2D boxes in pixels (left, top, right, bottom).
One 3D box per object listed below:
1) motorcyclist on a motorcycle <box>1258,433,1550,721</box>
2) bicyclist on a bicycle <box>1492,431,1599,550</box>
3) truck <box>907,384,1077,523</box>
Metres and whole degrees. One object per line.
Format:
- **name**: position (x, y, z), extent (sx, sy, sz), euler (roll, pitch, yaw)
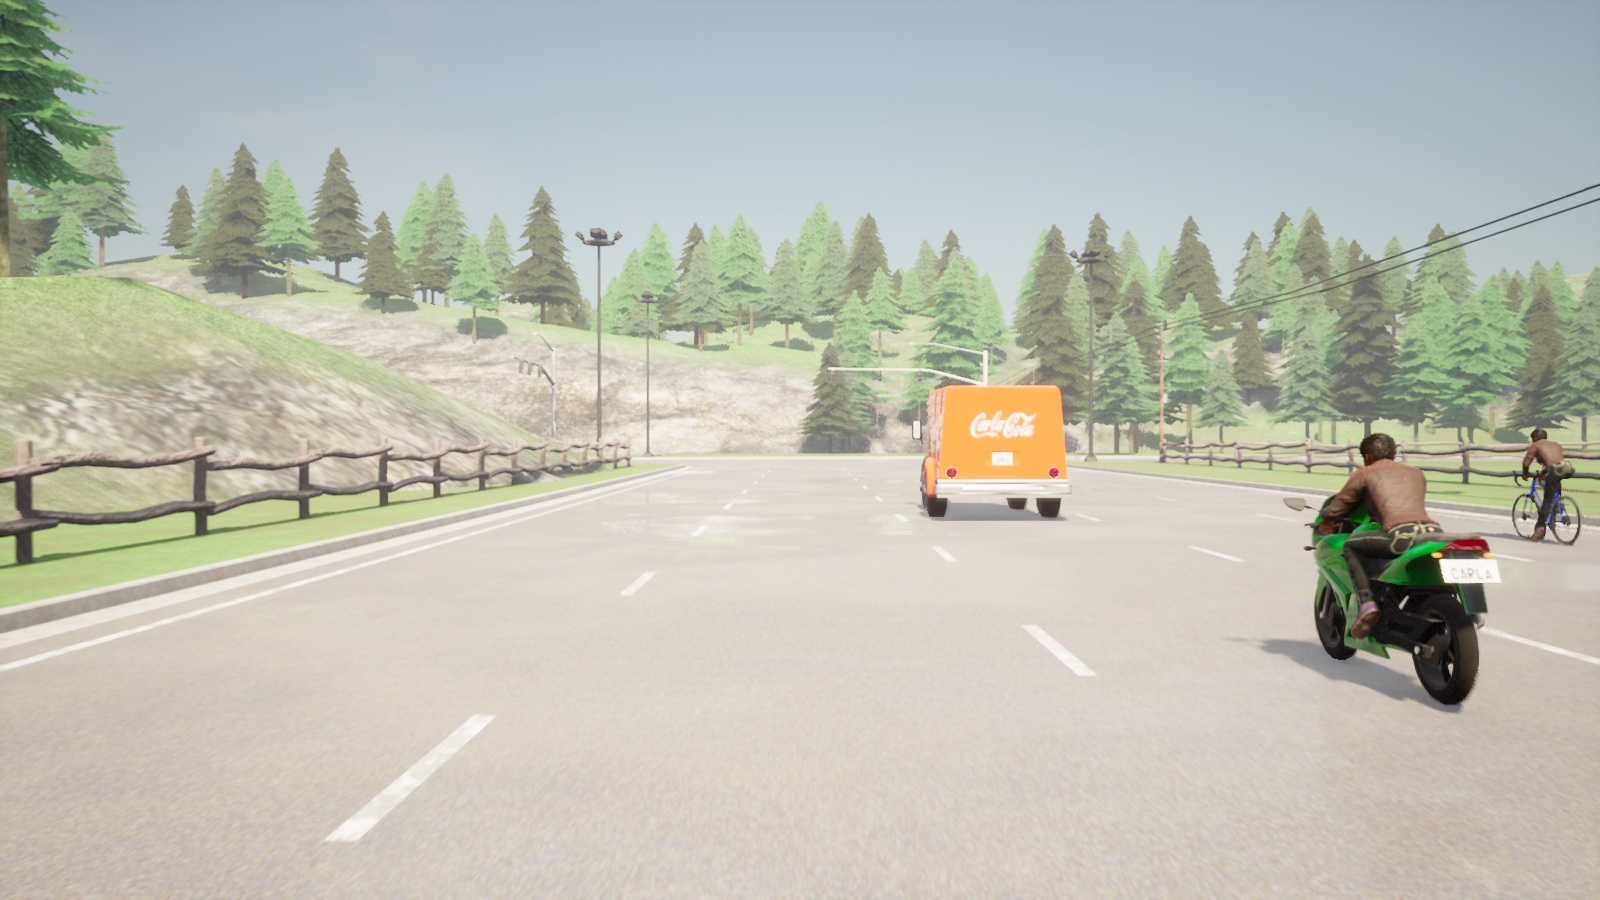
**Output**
- **motorcyclist on a motorcycle**: position (3.558, 0.662, 7.645), extent (0.797, 1.523, 2.044), euler (0, 1, 0)
- **bicyclist on a bicycle**: position (10.615, 0.546, 17.908), extent (0.582, 1.620, 1.656), euler (0, 0, 0)
- **truck**: position (3.654, 0.037, 25.034), extent (2.627, 2.467, 5.204), euler (0, 1, 1)
